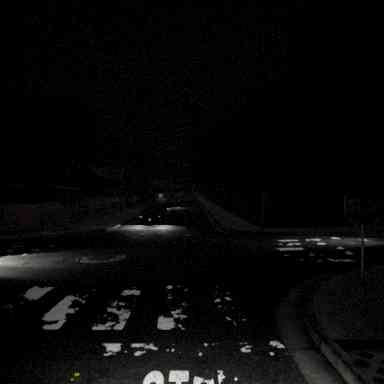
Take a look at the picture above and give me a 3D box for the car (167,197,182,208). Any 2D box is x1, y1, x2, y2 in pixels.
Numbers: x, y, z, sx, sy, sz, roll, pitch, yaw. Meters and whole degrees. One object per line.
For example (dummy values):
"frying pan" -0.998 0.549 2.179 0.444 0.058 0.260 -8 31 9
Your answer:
"car" -2.887 1.451 48.996 1.882 1.535 5.008 0 0 0

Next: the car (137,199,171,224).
"car" -2.816 1.561 24.503 1.837 1.490 4.892 0 0 0

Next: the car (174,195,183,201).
"car" -2.957 1.268 74.749 1.895 1.301 4.718 0 0 0
